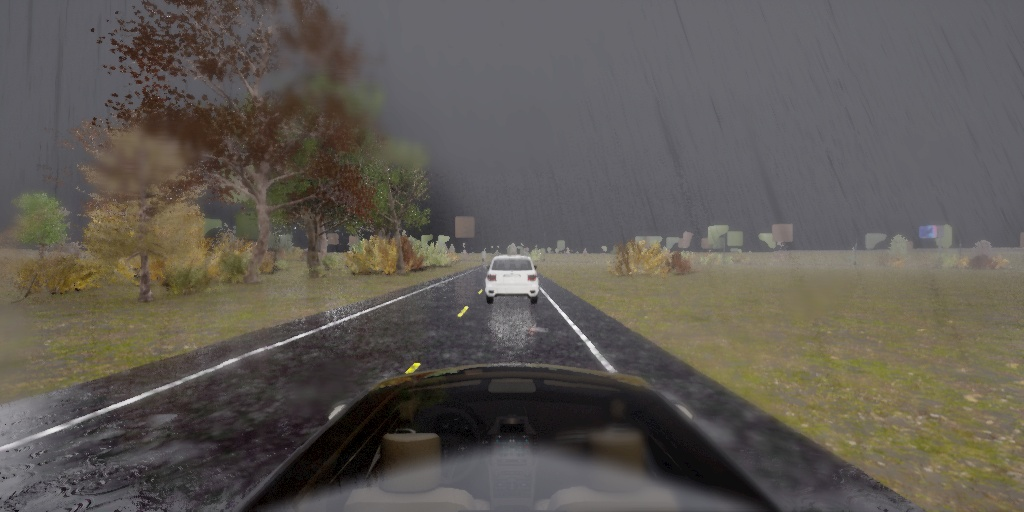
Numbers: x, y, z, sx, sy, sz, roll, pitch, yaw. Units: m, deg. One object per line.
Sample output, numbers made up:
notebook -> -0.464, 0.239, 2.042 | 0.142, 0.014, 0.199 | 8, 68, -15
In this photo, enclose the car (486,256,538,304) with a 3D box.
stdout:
car -> 0.000, 1.001, 16.530 | 2.150, 2.045, 5.566 | 0, 0, 0
